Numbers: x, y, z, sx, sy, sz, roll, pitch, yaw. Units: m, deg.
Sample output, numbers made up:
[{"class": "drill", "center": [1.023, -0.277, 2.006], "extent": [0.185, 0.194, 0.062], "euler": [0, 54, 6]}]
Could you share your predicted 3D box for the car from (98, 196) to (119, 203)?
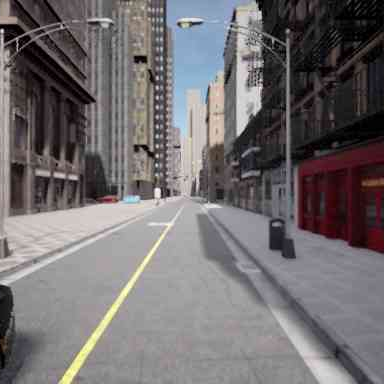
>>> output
[{"class": "car", "center": [-20.395, 1.801, 81.475], "extent": [5.009, 1.841, 2.192], "euler": [0, 0, -1]}]

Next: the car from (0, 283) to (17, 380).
[{"class": "car", "center": [-3.001, 1.479, 1.867], "extent": [1.882, 1.535, 5.008], "euler": [0, 0, 0]}]

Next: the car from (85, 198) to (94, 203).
[{"class": "car", "center": [-26.035, 2.048, 81.385], "extent": [4.313, 1.339, 1.947], "euler": [0, 0, -1]}]

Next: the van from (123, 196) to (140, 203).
[{"class": "van", "center": [-14.754, 1.829, 81.563], "extent": [3.998, 1.788, 1.690], "euler": [0, 0, -1]}]
